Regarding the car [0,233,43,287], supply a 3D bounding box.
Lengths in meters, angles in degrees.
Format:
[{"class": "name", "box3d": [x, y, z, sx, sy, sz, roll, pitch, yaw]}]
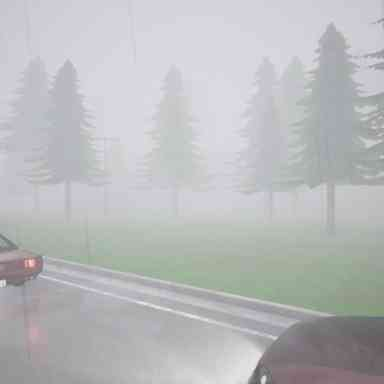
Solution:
[{"class": "car", "box3d": [-5.751, 1.601, 8.085, 4.718, 1.301, 1.895, 0, 0, 35]}]

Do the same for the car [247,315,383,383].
[{"class": "car", "box3d": [2.458, 1.564, 2.239, 4.181, 1.385, 1.994, 0, 0, 36]}]
